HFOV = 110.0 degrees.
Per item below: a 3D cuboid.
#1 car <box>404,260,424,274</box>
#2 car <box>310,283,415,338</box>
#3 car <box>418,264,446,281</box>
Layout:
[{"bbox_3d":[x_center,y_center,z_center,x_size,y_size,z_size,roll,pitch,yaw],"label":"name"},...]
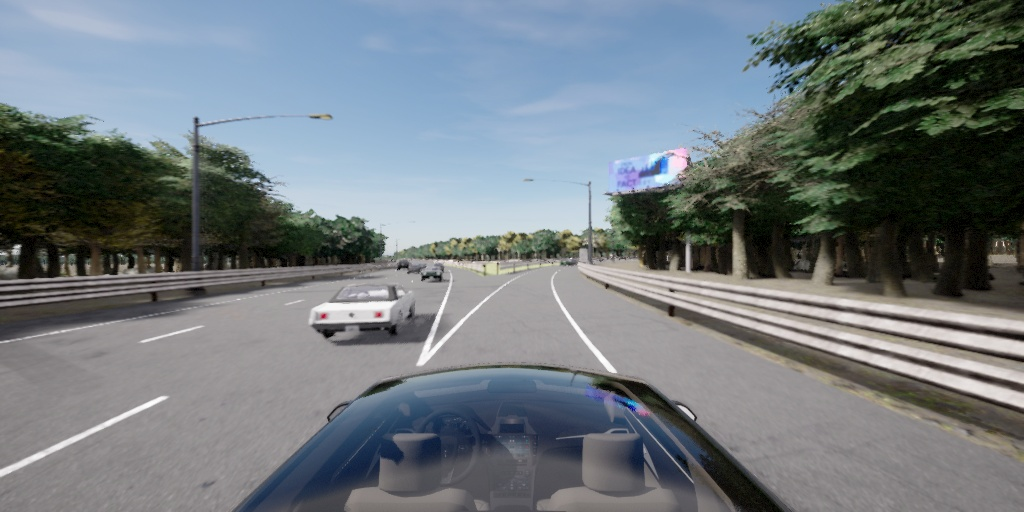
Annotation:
[{"bbox_3d":[-14.264,1.821,53.067,2.128,1.511,4.902,0,-1,-11],"label":"car"},{"bbox_3d":[-4.030,1.432,10.568,1.895,1.301,4.718,0,0,-8],"label":"car"},{"bbox_3d":[-7.530,1.663,34.183,1.895,1.301,4.718,0,-1,-9],"label":"car"}]
